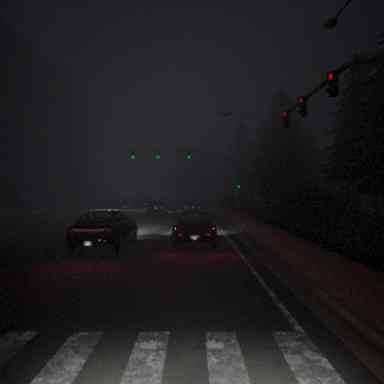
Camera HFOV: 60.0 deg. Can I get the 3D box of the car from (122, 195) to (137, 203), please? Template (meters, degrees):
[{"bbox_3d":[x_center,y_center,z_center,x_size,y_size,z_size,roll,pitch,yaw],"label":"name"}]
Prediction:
[{"bbox_3d":[-13.286,1.455,70.136,2.128,1.511,4.902,0,0,-22],"label":"car"}]

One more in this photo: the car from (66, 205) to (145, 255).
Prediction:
[{"bbox_3d":[-3.410,1.481,13.282,2.128,1.511,4.902,0,0,0],"label":"car"}]

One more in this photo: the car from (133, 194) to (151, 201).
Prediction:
[{"bbox_3d":[-12.298,1.300,82.014,2.128,1.511,4.902,0,0,-41],"label":"car"}]

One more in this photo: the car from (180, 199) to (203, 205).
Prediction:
[{"bbox_3d":[0.087,1.516,33.865,2.033,1.411,5.357,0,0,0],"label":"car"}]

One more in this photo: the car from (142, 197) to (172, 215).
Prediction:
[{"bbox_3d":[-3.417,1.517,33.431,2.033,1.411,5.357,0,0,0],"label":"car"}]

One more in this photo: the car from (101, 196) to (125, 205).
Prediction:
[{"bbox_3d":[-10.594,1.523,43.868,1.994,1.385,4.181,0,0,0],"label":"car"}]

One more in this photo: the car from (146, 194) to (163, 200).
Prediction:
[{"bbox_3d":[-9.511,1.248,84.131,1.882,1.535,5.008,0,0,-41],"label":"car"}]

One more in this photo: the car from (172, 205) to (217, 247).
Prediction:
[{"bbox_3d":[0.094,1.512,14.745,1.812,1.442,4.674,0,0,0],"label":"car"}]

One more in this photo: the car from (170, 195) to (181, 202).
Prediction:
[{"bbox_3d":[-4.094,1.430,75.276,1.837,1.490,4.892,0,0,-26],"label":"car"}]

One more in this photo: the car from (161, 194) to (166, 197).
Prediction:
[{"bbox_3d":[-7.150,1.287,73.547,2.097,1.767,4.553,0,0,-26],"label":"car"}]

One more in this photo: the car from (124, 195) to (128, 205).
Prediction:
[{"bbox_3d":[-10.627,1.303,55.263,2.097,1.767,4.553,0,0,0],"label":"car"}]

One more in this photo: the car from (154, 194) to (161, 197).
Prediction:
[{"bbox_3d":[-7.507,1.293,62.633,2.097,1.767,4.553,0,0,-7],"label":"car"}]

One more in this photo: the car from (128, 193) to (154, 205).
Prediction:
[{"bbox_3d":[-7.076,1.179,46.701,2.150,2.045,5.566,0,0,1],"label":"car"}]
